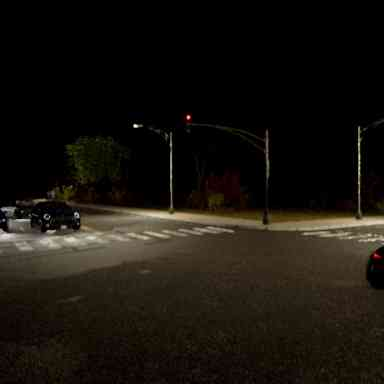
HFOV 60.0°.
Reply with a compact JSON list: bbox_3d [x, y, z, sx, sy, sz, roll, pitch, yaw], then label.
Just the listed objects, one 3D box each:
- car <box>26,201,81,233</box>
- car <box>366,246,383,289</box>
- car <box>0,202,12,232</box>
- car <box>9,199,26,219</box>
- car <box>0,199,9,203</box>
[{"bbox_3d":[-8.242,1.329,19.905,2.097,1.767,4.553,0,0,-35],"label":"car"},{"bbox_3d":[5.930,1.533,7.787,4.181,1.385,1.994,0,0,-36],"label":"car"},{"bbox_3d":[-11.960,1.523,19.539,1.812,1.442,4.674,0,0,-33],"label":"car"},{"bbox_3d":[-14.731,1.521,29.704,2.033,1.411,5.357,0,0,-33],"label":"car"},{"bbox_3d":[-25.687,1.564,46.540,1.895,1.301,4.718,0,0,-33],"label":"car"}]
